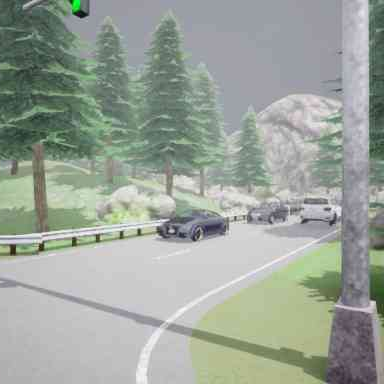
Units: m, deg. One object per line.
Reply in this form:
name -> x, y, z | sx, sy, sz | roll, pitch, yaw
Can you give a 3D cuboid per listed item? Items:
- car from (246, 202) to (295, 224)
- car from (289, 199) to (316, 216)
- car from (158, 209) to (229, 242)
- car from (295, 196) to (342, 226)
car -> 5.738, 1.509, 24.941 | 2.128, 1.511, 4.902 | 0, 0, 34
car -> 11.222, 1.524, 33.563 | 1.837, 1.490, 4.892 | 0, 0, 27
car -> 0.189, 1.580, 16.688 | 1.994, 1.385, 4.181 | 0, 0, 34
car -> 9.535, 1.355, 24.138 | 2.150, 2.045, 5.566 | 0, -1, 34
